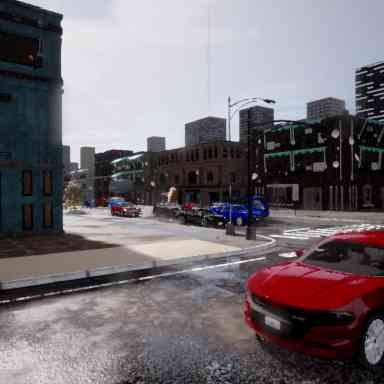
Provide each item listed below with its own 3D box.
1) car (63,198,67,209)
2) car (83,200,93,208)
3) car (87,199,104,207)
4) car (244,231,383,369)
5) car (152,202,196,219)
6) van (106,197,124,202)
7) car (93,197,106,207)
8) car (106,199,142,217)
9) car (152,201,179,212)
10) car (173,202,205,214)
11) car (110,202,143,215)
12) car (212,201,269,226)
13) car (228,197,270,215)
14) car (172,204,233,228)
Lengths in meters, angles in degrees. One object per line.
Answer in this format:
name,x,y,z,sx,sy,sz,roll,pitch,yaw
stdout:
car,-23.196,2.233,58.360,1.752,1.417,4.829,-1,0,-35
car,-19.522,2.194,63.217,1.812,1.442,4.674,-1,0,-35
car,-19.672,2.228,67.867,1.887,1.381,4.507,-1,0,-35
car,3.112,1.476,5.902,5.008,1.535,1.882,0,0,-35
car,-2.189,1.813,33.295,2.128,1.511,4.902,-1,0,-35
van,-13.263,1.907,58.844,1.690,1.788,3.998,-1,0,-35
car,-16.470,1.940,63.355,2.192,1.841,5.009,-1,0,-35
car,-7.262,1.846,35.941,1.967,1.590,4.097,-1,0,-35
car,-3.636,1.966,45.310,1.802,1.307,4.206,-2,0,-35
car,-0.430,1.904,40.799,1.802,1.307,4.206,-2,0,-35
car,-8.319,1.989,41.929,2.033,1.411,5.357,-1,0,-35
car,3.209,1.692,25.697,1.882,1.535,5.008,-1,0,-36
car,4.324,1.434,29.294,2.150,2.045,5.566,-1,0,-33
car,0.682,1.814,24.561,1.947,1.339,4.313,-2,0,-35
